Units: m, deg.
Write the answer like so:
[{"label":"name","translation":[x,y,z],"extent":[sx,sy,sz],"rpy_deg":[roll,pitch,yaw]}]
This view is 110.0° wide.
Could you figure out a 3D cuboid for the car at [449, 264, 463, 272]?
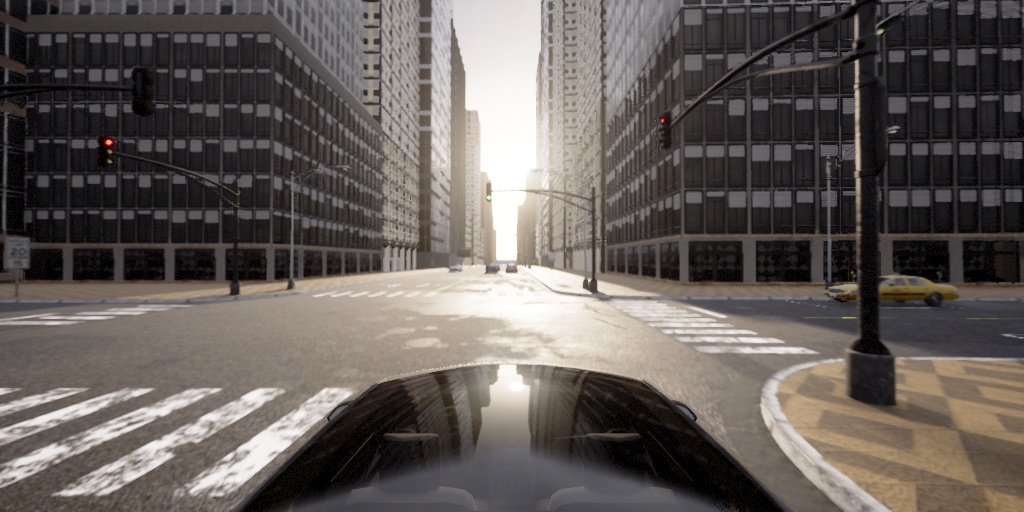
[{"label":"car","translation":[-9.803,2.105,63.017],"extent":[1.812,1.442,4.674],"rpy_deg":[0,-1,0]}]

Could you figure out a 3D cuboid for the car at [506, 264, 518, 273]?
[{"label":"car","translation":[-0.049,2.086,59.273],"extent":[1.994,1.385,4.181],"rpy_deg":[0,-1,0]}]

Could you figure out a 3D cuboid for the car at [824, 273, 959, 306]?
[{"label":"car","translation":[17.074,1.460,16.284],"extent":[4.829,1.417,1.751],"rpy_deg":[0,0,2]}]

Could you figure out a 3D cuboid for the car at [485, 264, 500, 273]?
[{"label":"car","translation":[-3.299,1.987,58.439],"extent":[1.882,1.535,5.008],"rpy_deg":[0,-1,0]}]
